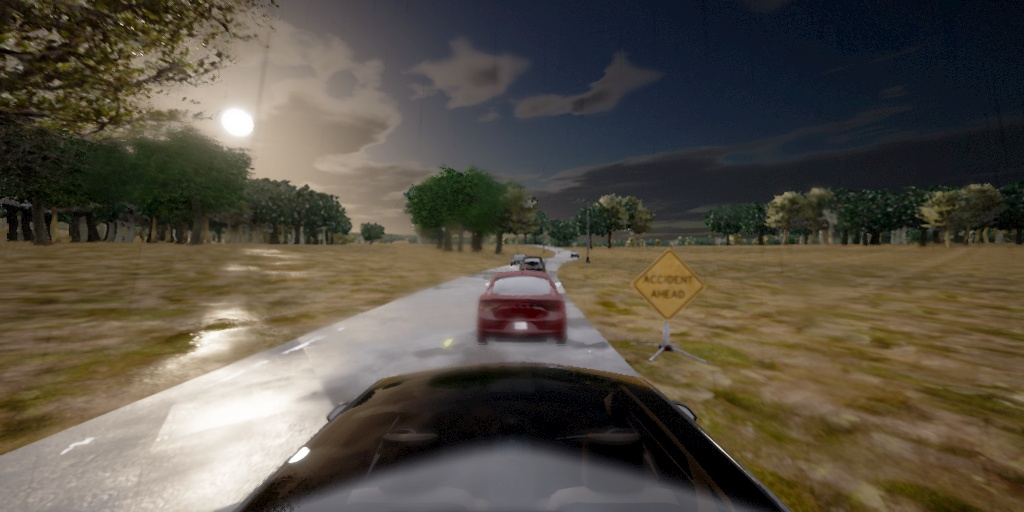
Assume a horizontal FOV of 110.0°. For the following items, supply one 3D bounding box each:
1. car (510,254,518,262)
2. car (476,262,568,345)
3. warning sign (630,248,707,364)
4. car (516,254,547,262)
[{"bbox_3d":[0.991,0.501,45.304,1.837,1.490,4.892,0,1,11],"label":"car"},{"bbox_3d":[0.272,1.098,9.141,1.882,1.535,5.008,0,1,2],"label":"car"},{"bbox_3d":[2.710,0.788,6.330,1.300,1.860,1.060,0,0,1],"label":"warning sign"},{"bbox_3d":[1.673,0.804,27.978,1.837,1.490,4.892,0,1,6],"label":"car"}]
